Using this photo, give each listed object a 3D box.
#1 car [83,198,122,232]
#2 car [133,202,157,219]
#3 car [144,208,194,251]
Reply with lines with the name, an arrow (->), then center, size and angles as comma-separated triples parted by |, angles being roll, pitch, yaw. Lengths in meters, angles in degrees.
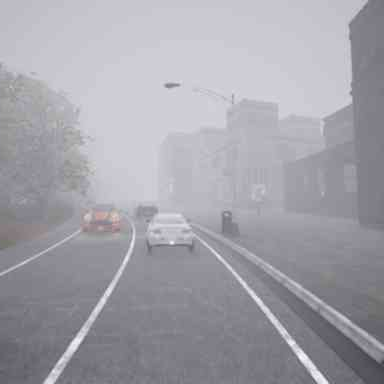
car -> -5.457, 1.449, 20.671 | 2.097, 1.767, 4.553 | 1, 0, -11
car -> -4.425, 1.688, 31.579 | 1.882, 1.535, 5.008 | 1, -1, -15
car -> -1.010, 1.616, 14.427 | 1.812, 1.442, 4.674 | 0, 0, -7
